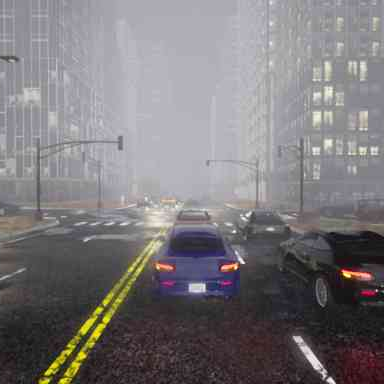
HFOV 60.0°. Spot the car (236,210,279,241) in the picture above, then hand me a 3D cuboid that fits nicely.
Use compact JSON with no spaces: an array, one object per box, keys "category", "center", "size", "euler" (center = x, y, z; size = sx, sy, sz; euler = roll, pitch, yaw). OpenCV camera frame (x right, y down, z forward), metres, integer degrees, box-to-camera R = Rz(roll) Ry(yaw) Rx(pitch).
[{"category":"car","center":[3.329,1.554,16.160],"size":[1.994,1.385,4.181],"euler":[0,0,-1]}]

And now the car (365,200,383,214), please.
[{"category":"car","center":[21.753,1.640,36.200],"size":[4.829,1.417,1.752],"euler":[1,0,1]}]

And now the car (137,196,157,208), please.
[{"category":"car","center":[-6.673,1.509,47.819],"size":[2.033,1.411,5.357],"euler":[0,0,0]}]

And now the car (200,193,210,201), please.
[{"category":"car","center":[3.126,1.137,78.702],"size":[2.150,2.045,5.566],"euler":[0,0,0]}]

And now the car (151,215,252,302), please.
[{"category":"car","center":[0.088,1.521,8.155],"size":[1.812,1.442,4.674],"euler":[0,0,0]}]

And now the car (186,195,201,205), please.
[{"category":"car","center":[0.047,1.502,54.170],"size":[2.033,1.411,5.357],"euler":[0,0,0]}]

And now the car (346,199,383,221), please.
[{"category":"car","center":[16.158,1.517,27.904],"size":[5.009,1.841,2.192],"euler":[1,0,1]}]

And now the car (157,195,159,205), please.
[{"category":"car","center":[-6.672,1.455,57.558],"size":[1.837,1.490,4.892],"euler":[0,0,0]}]

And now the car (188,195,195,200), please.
[{"category":"car","center":[-0.141,1.498,89.115],"size":[1.895,1.301,4.718],"euler":[0,0,0]}]

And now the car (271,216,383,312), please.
[{"category":"car","center":[3.340,1.521,7.590],"size":[1.812,1.442,4.674],"euler":[0,0,0]}]

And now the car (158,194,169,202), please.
[{"category":"car","center":[-6.623,1.278,76.836],"size":[2.097,1.767,4.553],"euler":[0,0,0]}]

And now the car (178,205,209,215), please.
[{"category":"car","center":[0.075,1.590,17.321],"size":[1.895,1.301,4.718],"euler":[0,0,0]}]

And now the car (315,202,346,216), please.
[{"category":"car","center":[15.048,1.699,33.692],"size":[4.718,1.301,1.895],"euler":[0,1,1]}]

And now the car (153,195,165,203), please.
[{"category":"car","center":[-6.630,1.442,66.911],"size":[1.837,1.490,4.892],"euler":[0,0,0]}]

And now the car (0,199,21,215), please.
[{"category":"car","center":[-18.509,1.355,30.991],"size":[4.892,1.490,1.837],"euler":[1,1,2]}]

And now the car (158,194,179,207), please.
[{"category":"car","center":[-3.421,1.438,49.218],"size":[1.882,1.535,5.008],"euler":[0,0,0]}]

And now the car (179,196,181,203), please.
[{"category":"car","center":[-3.420,1.549,58.597],"size":[1.895,1.301,4.718],"euler":[0,0,0]}]

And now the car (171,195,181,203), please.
[{"category":"car","center":[-3.360,1.412,69.124],"size":[1.882,1.535,5.008],"euler":[0,0,0]}]
